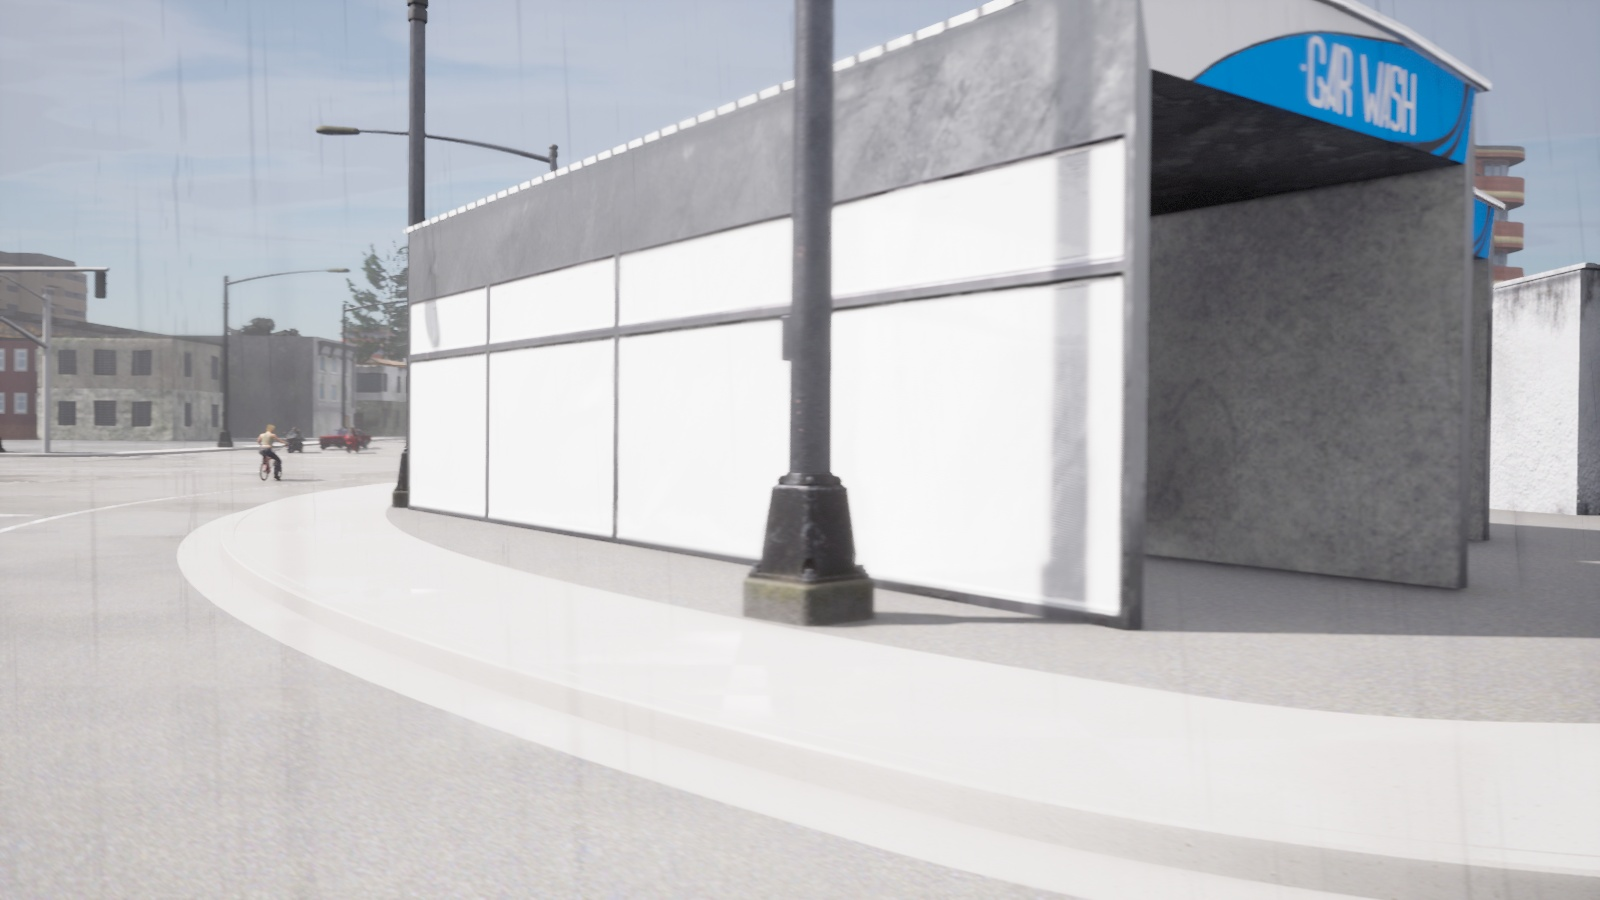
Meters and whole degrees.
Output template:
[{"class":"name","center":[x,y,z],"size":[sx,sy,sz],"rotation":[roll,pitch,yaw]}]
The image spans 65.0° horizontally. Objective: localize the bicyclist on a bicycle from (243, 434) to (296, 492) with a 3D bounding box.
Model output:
[{"class":"bicyclist on a bicycle","center":[-15.148,0.344,35.889],"size":[0.866,1.612,1.509],"rotation":[0,1,-1]}]

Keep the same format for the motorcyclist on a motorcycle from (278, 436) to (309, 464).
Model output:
[{"class":"motorcyclist on a motorcycle","center":[-28.824,-0.015,71.502],"size":[0.866,1.530,2.191],"rotation":[-1,1,-1]}]

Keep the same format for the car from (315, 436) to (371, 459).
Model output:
[{"class":"car","center":[-28.900,-0.164,79.565],"size":[1.895,1.301,4.718],"rotation":[0,2,-1]}]

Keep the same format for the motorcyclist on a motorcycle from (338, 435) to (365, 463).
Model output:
[{"class":"motorcyclist on a motorcycle","center":[-25.393,-0.091,71.152],"size":[0.797,1.523,2.044],"rotation":[-1,1,-2]}]
